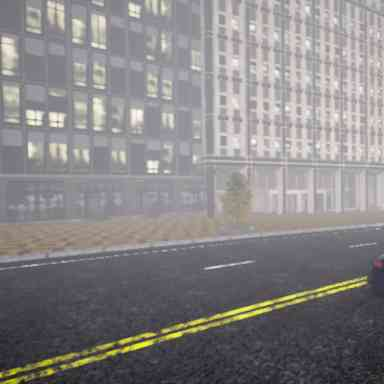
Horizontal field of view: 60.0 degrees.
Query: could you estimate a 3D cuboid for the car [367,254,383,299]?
[{"bbox_3d":[5.682,1.581,7.171,4.181,1.385,1.994,0,0,-33],"label":"car"}]
